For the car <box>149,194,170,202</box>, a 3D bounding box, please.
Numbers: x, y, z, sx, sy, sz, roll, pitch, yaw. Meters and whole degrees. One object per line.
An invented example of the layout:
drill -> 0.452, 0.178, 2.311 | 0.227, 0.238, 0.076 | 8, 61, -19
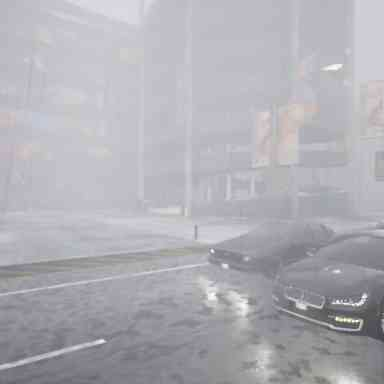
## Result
car -> -6.609, 1.354, 67.175 | 2.435, 2.045, 5.566 | 1, 0, -36

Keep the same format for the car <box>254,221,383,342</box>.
car -> 3.683, 1.565, 6.664 | 4.892, 1.490, 1.837 | 1, 0, -36

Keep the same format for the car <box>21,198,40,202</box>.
car -> -20.229, 1.417, 41.706 | 2.002, 1.452, 4.674 | 1, 0, -36

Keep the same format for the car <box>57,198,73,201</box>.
car -> -21.094, 1.631, 55.635 | 1.895, 1.301, 4.718 | 1, 0, -36

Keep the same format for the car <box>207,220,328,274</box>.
car -> 3.053, 1.625, 10.504 | 5.357, 1.411, 2.033 | 1, 0, -36
